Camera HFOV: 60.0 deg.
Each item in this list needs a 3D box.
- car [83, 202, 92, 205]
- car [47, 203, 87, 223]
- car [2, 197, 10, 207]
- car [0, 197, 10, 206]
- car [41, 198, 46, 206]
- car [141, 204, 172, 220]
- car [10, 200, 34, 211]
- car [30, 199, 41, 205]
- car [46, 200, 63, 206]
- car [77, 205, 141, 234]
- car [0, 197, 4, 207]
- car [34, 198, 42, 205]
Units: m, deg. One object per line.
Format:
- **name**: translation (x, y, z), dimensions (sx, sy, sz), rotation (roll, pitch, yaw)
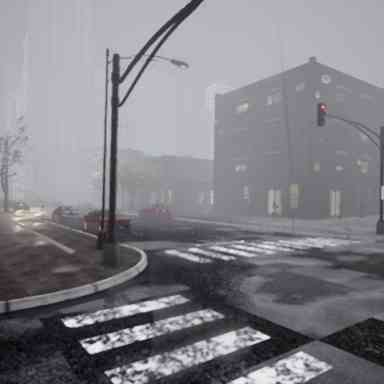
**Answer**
- **car**: translation (-16.381, 2.158, 50.948), dimensions (1.752, 1.417, 4.829), rotation (1, -1, -35)
- **car**: translation (-10.189, 1.783, 27.046), dimensions (1.802, 1.307, 4.206), rotation (1, -1, -35)
- **car**: translation (-30.662, 2.068, 56.662), dimensions (1.887, 1.381, 4.507), rotation (1, -1, -35)
- **car**: translation (-39.965, 1.987, 70.039), dimensions (2.192, 1.841, 5.009), rotation (1, -1, -35)
- **car**: translation (-29.929, 2.427, 70.279), dimensions (1.802, 1.307, 4.206), rotation (1, -1, -35)
- **car**: translation (-3.728, 1.881, 32.886), dimensions (1.967, 1.590, 4.097), rotation (1, -1, -35)
- **car**: translation (-24.285, 1.946, 47.411), dimensions (1.752, 1.417, 4.829), rotation (1, -1, -35)
- **car**: translation (-39.511, 2.524, 84.041), dimensions (1.752, 1.417, 4.829), rotation (1, -1, -35)
- **car**: translation (-26.766, 2.234, 65.741), dimensions (1.967, 1.590, 4.097), rotation (1, -1, -35)
- **car**: translation (-5.044, 1.669, 19.661), dimensions (1.887, 1.381, 4.507), rotation (1, -1, -35)
- **car**: translation (-33.643, 2.137, 60.954), dimensions (1.947, 1.339, 4.313), rotation (1, -1, -35)
- **car**: translation (-36.250, 2.261, 79.364), dimensions (2.192, 1.841, 5.009), rotation (1, -1, -35)
